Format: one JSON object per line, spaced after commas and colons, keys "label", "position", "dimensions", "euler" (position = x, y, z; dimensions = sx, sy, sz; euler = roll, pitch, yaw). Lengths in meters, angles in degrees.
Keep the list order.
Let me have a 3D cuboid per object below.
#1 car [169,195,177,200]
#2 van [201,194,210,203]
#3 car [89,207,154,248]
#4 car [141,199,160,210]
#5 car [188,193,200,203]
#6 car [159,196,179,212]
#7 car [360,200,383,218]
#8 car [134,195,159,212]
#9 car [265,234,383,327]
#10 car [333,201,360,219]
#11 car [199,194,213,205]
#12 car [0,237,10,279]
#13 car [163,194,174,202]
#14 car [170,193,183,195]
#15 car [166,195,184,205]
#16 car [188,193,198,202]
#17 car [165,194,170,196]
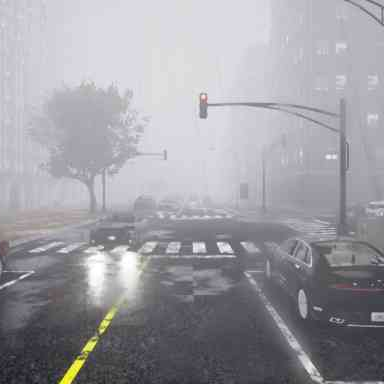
{"label": "car", "position": [-5.421, 1.654, 94.582], "dimensions": [2.008, 1.369, 4.403], "euler": [0, 0, 0]}
{"label": "van", "position": [2.896, 1.402, 72.466], "dimensions": [1.690, 1.788, 3.998], "euler": [0, 0, 0]}
{"label": "car", "position": [-3.059, 1.567, 14.692], "dimensions": [1.994, 1.385, 4.181], "euler": [0, 0, 0]}
{"label": "car", "position": [-5.564, 1.592, 44.876], "dimensions": [1.947, 1.339, 4.313], "euler": [0, 0, 0]}
{"label": "car", "position": [0.298, 1.407, 68.736], "dimensions": [2.097, 1.767, 4.553], "euler": [0, 0, 0]}
{"label": "car", "position": [-2.988, 1.569, 39.723], "dimensions": [2.033, 1.411, 5.357], "euler": [0, 0, 0]}
{"label": "car", "position": [15.503, 0.994, 23.752], "dimensions": [5.566, 2.045, 2.150], "euler": [-1, 0, 0]}
{"label": "car", "position": [-5.580, 1.336, 39.353], "dimensions": [2.192, 1.841, 5.009], "euler": [0, 0, 0]}
{"label": "car", "position": [2.707, 1.551, 6.941], "dimensions": [2.008, 1.369, 4.403], "euler": [0, 0, 0]}
{"label": "car", "position": [13.500, 1.350, 26.316], "dimensions": [4.403, 1.369, 2.008], "euler": [-1, 1, 0]}
{"label": "car", "position": [2.865, 1.611, 61.420], "dimensions": [1.947, 1.339, 4.313], "euler": [0, 0, 0]}
{"label": "car", "position": [-5.673, 1.545, 6.965], "dimensions": [1.887, 1.381, 4.507], "euler": [0, 0, 0]}
{"label": "car", "position": [-5.469, 1.386, 78.013], "dimensions": [2.192, 1.841, 5.009], "euler": [0, 0, 0]}
{"label": "car", "position": [-2.802, 1.277, 69.287], "dimensions": [2.150, 2.045, 5.566], "euler": [0, 0, 0]}
{"label": "car", "position": [-2.930, 1.585, 55.212], "dimensions": [2.033, 1.411, 5.357], "euler": [0, 0, 1]}
{"label": "car", "position": [0.226, 1.298, 78.892], "dimensions": [2.150, 2.045, 5.566], "euler": [0, 0, 0]}
{"label": "car", "position": [-5.485, 1.627, 72.491], "dimensions": [1.947, 1.339, 4.313], "euler": [0, 0, 0]}
